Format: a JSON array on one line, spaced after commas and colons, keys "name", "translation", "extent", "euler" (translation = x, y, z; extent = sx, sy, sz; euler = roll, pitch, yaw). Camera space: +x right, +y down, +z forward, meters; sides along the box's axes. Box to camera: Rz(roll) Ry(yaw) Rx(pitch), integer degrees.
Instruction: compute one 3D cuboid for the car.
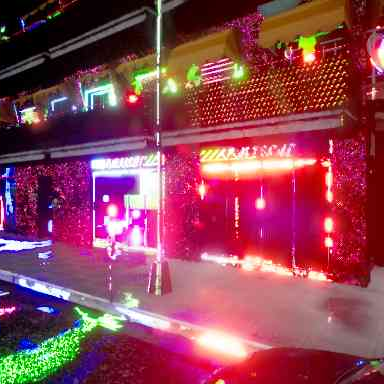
[{"name": "car", "translation": [1.878, 1.551, 1.532], "extent": [4.403, 1.369, 2.008], "euler": [0, 0, 36]}]
